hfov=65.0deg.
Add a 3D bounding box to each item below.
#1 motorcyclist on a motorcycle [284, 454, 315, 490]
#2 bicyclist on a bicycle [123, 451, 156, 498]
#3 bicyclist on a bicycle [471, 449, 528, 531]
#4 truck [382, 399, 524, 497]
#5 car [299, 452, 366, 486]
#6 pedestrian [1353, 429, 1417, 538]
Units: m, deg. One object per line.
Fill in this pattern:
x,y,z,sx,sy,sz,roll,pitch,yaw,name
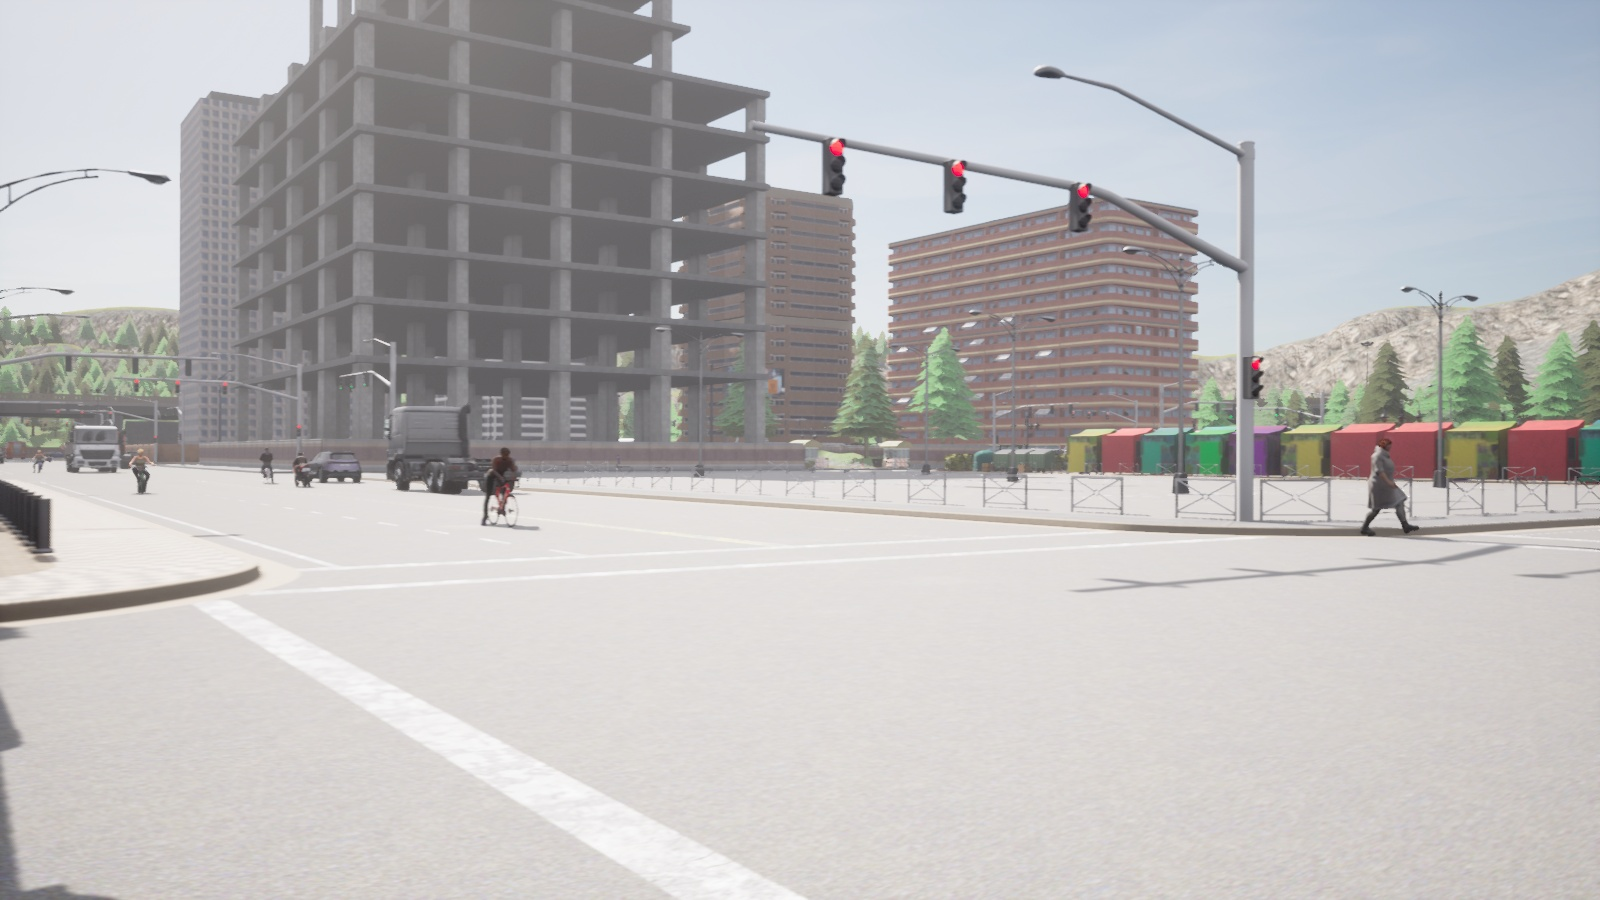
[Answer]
-21.588,0.932,54.169,0.797,1.523,2.044,0,0,-35,motorcyclist on a motorcycle
-23.431,0.853,44.529,0.866,1.612,1.509,0,0,-34,bicyclist on a bicycle
-6.149,0.792,25.652,0.582,1.620,1.656,0,0,-35,bicyclist on a bicycle
-13.635,-0.056,48.814,2.891,3.462,7.936,0,0,-35,truck
-23.574,0.913,63.206,2.033,1.649,4.856,0,0,-35,car
10.718,0.593,23.027,0.659,1.952,0.873,0,0,-41,pedestrian
